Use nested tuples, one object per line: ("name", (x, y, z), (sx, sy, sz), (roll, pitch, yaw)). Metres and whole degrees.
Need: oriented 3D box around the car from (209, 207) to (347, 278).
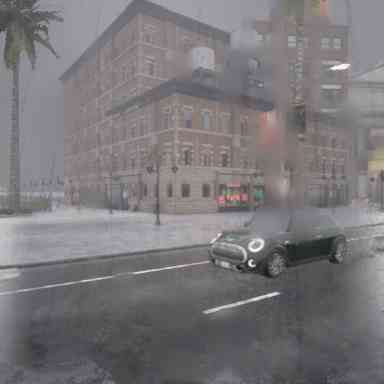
("car", (2.717, 1.352, 10.223), (4.553, 1.767, 2.097), (0, 0, -35))
